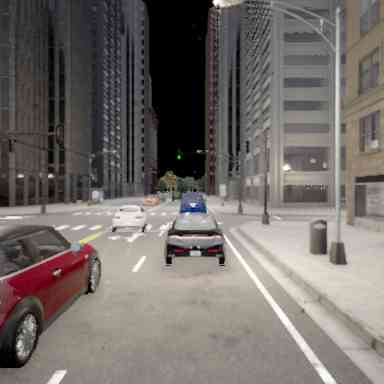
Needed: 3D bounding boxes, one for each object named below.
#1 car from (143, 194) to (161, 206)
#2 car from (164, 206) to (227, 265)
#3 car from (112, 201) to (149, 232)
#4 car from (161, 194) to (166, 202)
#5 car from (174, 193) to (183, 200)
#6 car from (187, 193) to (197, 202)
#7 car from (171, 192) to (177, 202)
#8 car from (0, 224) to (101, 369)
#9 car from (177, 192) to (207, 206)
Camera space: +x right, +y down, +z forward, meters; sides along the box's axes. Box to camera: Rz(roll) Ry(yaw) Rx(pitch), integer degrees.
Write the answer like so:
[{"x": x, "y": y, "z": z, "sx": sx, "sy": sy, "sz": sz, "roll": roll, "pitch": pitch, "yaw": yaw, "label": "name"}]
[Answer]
[{"x": -6.567, "y": 1.224, "z": 52.961, "sx": 2.097, "sy": 1.767, "sz": 4.553, "roll": 0, "pitch": 0, "yaw": 0, "label": "car"}, {"x": 0.098, "y": 1.467, "z": 11.509, "sx": 2.128, "sy": 1.511, "sz": 4.902, "roll": 0, "pitch": 0, "yaw": 0, "label": "car"}, {"x": -3.653, "y": 1.481, "z": 19.787, "sx": 1.812, "sy": 1.442, "sz": 4.674, "roll": 0, "pitch": 0, "yaw": -7, "label": "car"}, {"x": -6.513, "y": 1.192, "z": 68.288, "sx": 2.097, "sy": 1.767, "sz": 4.553, "roll": 0, "pitch": 0, "yaw": 0, "label": "car"}, {"x": -3.265, "y": 1.076, "z": 82.714, "sx": 2.097, "sy": 1.767, "sz": 4.553, "roll": 0, "pitch": 0, "yaw": 0, "label": "car"}, {"x": -0.013, "y": 1.179, "z": 72.479, "sx": 2.097, "sy": 1.767, "sz": 4.553, "roll": 0, "pitch": 0, "yaw": 0, "label": "car"}, {"x": -3.263, "y": 1.049, "z": 72.122, "sx": 2.150, "sy": 2.045, "sz": 5.566, "roll": 0, "pitch": 0, "yaw": 0, "label": "car"}, {"x": -3.149, "y": 1.342, "z": 5.864, "sx": 2.097, "sy": 1.767, "sz": 4.553, "roll": 0, "pitch": 0, "yaw": 0, "label": "car"}, {"x": 0.092, "y": 1.156, "z": 28.713, "sx": 2.150, "sy": 2.045, "sz": 5.566, "roll": 0, "pitch": 0, "yaw": 0, "label": "car"}]
